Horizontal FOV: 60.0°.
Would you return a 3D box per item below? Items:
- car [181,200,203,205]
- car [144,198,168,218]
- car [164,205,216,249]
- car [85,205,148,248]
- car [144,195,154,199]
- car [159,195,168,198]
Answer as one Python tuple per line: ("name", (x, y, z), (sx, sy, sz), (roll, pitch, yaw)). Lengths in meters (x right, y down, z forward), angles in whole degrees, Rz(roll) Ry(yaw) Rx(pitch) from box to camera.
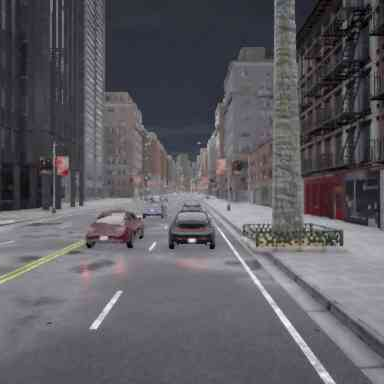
("car", (0.000, 1.491, 29.570), (2.128, 1.511, 4.902), (0, 0, 0))
("car", (-3.250, 1.559, 29.570), (2.033, 1.411, 5.357), (0, 0, 0))
("car", (0.000, 1.517, 14.569), (1.837, 1.490, 4.892), (0, 0, 0))
("car", (-3.250, 1.534, 14.570), (1.812, 1.442, 4.674), (0, 0, 0))
("car", (-9.750, 1.431, 75.890), (1.812, 1.442, 4.674), (0, 0, 0))
("car", (-6.500, 1.432, 75.889), (2.128, 1.511, 4.902), (0, 0, 0))
